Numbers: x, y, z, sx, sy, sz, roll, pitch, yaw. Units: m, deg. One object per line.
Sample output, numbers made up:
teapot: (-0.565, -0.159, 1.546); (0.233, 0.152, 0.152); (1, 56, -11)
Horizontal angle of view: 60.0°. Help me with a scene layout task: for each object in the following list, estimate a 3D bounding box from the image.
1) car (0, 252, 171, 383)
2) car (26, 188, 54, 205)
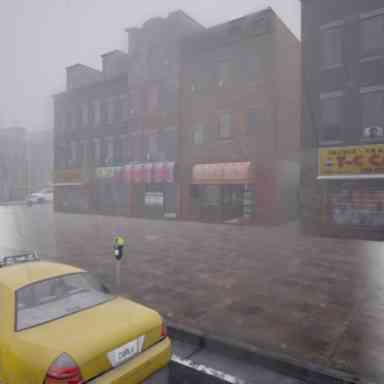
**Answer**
car: (-2.518, 1.524, 4.608); (4.829, 1.417, 1.752); (0, 0, 36)
car: (-19.164, 0.536, 44.524); (2.150, 2.045, 5.566); (0, 2, 35)
